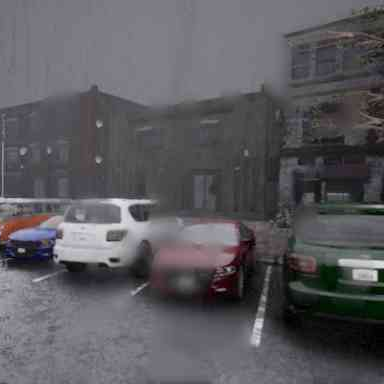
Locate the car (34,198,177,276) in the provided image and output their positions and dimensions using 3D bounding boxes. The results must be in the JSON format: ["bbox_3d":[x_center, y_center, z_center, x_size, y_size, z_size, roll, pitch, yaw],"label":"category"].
[{"bbox_3d":[-1.881,1.228,10.479,2.435,2.045,5.566,0,-1,16],"label":"car"}]

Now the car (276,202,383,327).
[{"bbox_3d":[3.008,1.231,6.985,2.435,2.045,5.566,0,-1,16],"label":"car"}]

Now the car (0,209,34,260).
[{"bbox_3d":[-4.329,1.477,12.198,2.097,1.535,5.008,1,-1,16],"label":"car"}]

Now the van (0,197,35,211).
[{"bbox_3d":[-6.804,1.249,13.833,1.878,1.987,4.442,1,-1,15],"label":"van"}]

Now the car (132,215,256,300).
[{"bbox_3d":[0.561,1.480,8.704,2.097,1.535,5.008,1,-1,16],"label":"car"}]
